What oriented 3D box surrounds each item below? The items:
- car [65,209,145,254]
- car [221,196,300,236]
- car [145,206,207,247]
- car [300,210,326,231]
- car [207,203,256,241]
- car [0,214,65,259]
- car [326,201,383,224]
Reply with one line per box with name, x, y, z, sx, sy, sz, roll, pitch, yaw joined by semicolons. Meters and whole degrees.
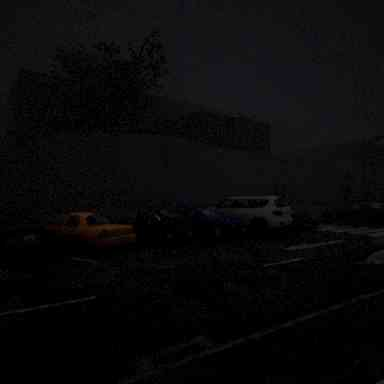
car;-4.672;1.489;13.525;5.366;1.575;1.946;-1;-1;35
car;2.741;1.251;18.628;5.566;2.045;2.435;-1;-1;35
car;-2.085;1.494;15.146;4.892;1.521;2.231;-1;-1;35
car;5.196;1.513;20.353;4.892;1.521;2.231;-1;-1;34
car;0.340;1.497;16.888;5.008;1.535;2.097;-1;-1;35
car;-6.972;1.519;11.704;4.792;1.488;2.163;-1;-1;35
car;12.486;1.591;25.529;4.674;1.452;2.002;-1;-1;35
